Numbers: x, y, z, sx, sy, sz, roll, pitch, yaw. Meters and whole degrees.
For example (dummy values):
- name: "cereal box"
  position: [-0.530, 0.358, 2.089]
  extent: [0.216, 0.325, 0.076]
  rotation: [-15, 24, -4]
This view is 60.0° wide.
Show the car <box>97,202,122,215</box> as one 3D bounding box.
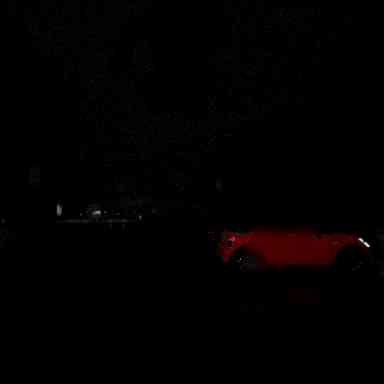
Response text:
- name: "car"
  position: [-10.622, 2.091, 43.191]
  extent: [2.033, 1.411, 5.357]
  rotation: [0, -1, 0]

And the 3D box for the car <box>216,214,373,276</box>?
- name: "car"
  position: [3.098, 1.486, 10.384]
  extent: [4.553, 1.767, 2.097]
  rotation: [0, -1, -3]

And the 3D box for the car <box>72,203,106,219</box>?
- name: "car"
  position: [-10.600, 1.996, 33.793]
  extent: [1.994, 1.385, 4.181]
  rotation: [0, -1, 1]

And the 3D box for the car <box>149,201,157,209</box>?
- name: "car"
  position: [-7.326, 2.242, 59.945]
  extent: [2.033, 1.411, 5.357]
  rotation: [0, 0, -1]

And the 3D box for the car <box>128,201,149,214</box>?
- name: "car"
  position: [-7.123, 2.146, 43.309]
  extent: [1.895, 1.301, 4.718]
  rotation: [0, -1, 0]

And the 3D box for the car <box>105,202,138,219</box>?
- name: "car"
  position: [-7.107, 1.999, 34.021]
  extent: [1.994, 1.385, 4.181]
  rotation: [0, -1, 0]
